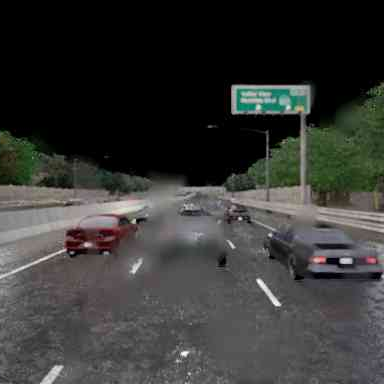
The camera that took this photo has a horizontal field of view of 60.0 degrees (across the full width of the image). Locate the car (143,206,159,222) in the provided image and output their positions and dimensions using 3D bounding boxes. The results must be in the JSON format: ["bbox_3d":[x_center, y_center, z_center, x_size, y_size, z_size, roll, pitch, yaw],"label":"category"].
[{"bbox_3d":[-3.357,1.807,27.571,1.994,1.385,4.181,0,0,1],"label":"car"}]

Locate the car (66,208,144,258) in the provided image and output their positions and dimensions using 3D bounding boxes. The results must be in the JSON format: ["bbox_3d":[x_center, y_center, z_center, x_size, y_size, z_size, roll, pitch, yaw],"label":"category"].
[{"bbox_3d":[-3.417,1.606,13.488,1.882,1.535,5.008,0,0,1],"label":"car"}]

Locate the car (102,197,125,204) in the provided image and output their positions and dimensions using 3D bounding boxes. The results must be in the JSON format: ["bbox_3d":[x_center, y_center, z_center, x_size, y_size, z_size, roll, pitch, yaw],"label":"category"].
[{"bbox_3d":[-13.669,2.044,58.063,1.994,1.385,4.181,0,0,1],"label":"car"}]

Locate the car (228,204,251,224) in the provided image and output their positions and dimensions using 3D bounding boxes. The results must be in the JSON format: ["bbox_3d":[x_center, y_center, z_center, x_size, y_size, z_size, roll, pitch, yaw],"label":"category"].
[{"bbox_3d":[3.638,1.746,27.245,1.837,1.490,4.892,0,0,1],"label":"car"}]

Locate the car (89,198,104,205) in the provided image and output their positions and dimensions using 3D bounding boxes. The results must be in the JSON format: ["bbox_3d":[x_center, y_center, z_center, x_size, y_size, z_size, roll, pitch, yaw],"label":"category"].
[{"bbox_3d":[-20.443,2.097,71.423,1.812,1.442,4.674,0,0,1],"label":"car"}]

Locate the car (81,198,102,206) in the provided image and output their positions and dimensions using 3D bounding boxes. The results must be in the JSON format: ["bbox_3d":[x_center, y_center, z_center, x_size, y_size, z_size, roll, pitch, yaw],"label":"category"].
[{"bbox_3d":[-17.166,1.833,58.149,2.097,1.767,4.553,0,0,1],"label":"car"}]

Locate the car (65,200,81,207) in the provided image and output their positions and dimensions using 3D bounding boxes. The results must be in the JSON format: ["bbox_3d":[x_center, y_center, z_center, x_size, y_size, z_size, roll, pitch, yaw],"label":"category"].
[{"bbox_3d":[-20.639,2.086,58.701,1.895,1.301,4.718,0,0,1],"label":"car"}]

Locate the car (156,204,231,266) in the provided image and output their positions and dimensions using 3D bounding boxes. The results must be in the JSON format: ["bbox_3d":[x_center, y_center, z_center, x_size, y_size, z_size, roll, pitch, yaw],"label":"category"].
[{"bbox_3d":[0.069,1.469,12.186,2.097,1.767,4.553,0,-1,1],"label":"car"}]

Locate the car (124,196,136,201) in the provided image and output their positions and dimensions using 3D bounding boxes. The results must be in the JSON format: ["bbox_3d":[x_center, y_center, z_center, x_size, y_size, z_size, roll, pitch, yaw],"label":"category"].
[{"bbox_3d":[-13.445,1.798,71.286,2.150,2.045,5.566,0,0,1],"label":"car"}]

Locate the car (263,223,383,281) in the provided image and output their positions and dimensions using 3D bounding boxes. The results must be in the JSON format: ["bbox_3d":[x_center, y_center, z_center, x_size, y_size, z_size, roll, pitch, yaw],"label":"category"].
[{"bbox_3d":[3.543,1.647,10.103,2.033,1.411,5.357,0,-1,1],"label":"car"}]

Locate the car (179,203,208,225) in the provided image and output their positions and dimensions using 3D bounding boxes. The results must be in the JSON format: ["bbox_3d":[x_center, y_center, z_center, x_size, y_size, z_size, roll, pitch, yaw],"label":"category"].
[{"bbox_3d":[0.138,1.731,27.239,2.128,1.511,4.902,0,0,1],"label":"car"}]
